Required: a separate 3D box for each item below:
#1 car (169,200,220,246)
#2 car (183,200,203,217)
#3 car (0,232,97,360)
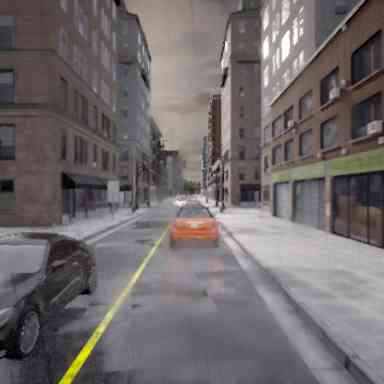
[{"bbox_3d":[0.100,1.384,15.638,2.097,1.767,4.553,0,0,0],"label":"car"},{"bbox_3d":[0.103,1.571,32.613,1.837,1.490,4.892,0,0,0],"label":"car"},{"bbox_3d":[-3.104,1.538,6.102,1.812,1.442,4.674,0,0,0],"label":"car"}]
